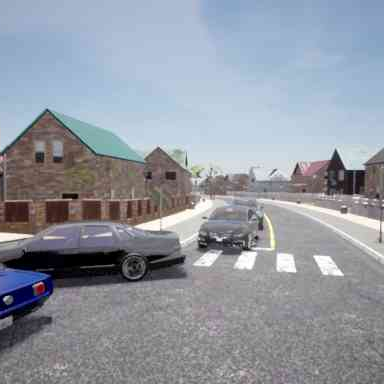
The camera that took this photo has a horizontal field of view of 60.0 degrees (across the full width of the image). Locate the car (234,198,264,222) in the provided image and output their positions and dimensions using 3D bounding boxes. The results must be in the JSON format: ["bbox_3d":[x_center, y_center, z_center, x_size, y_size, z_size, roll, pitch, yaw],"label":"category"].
[{"bbox_3d":[3.125,1.139,19.577,2.097,1.767,4.553,1,1,11],"label":"car"}]

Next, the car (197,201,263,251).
[{"bbox_3d":[1.623,1.337,13.501,1.837,1.490,4.892,1,1,17],"label":"car"}]

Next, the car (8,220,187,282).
[{"bbox_3d":[-2.866,1.435,8.371,5.357,1.411,2.033,-1,1,-13],"label":"car"}]

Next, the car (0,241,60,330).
[{"bbox_3d":[-4.810,1.583,5.366,4.718,1.301,1.895,0,1,16],"label":"car"}]
